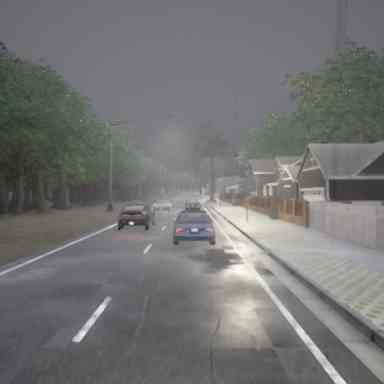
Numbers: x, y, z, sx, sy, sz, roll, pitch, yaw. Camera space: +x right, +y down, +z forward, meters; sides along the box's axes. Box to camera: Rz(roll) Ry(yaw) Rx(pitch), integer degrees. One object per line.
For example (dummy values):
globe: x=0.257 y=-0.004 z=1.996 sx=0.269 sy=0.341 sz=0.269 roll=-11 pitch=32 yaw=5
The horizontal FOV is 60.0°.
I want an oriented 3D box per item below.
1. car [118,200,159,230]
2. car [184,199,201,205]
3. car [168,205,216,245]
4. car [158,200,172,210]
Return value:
car: x=-3.403 y=1.511 z=21.123 sx=1.837 sy=1.490 sz=4.892 roll=0 pitch=0 yaw=0
car: x=0.094 y=1.544 z=38.144 sx=2.033 sy=1.411 sz=5.357 roll=0 pitch=0 yaw=0
car: x=0.099 y=1.554 z=15.639 sx=2.033 sy=1.411 sz=5.357 roll=0 pitch=0 yaw=0
car: x=-3.404 y=1.596 z=39.093 sx=1.895 sy=1.301 sz=4.718 roll=0 pitch=0 yaw=0
